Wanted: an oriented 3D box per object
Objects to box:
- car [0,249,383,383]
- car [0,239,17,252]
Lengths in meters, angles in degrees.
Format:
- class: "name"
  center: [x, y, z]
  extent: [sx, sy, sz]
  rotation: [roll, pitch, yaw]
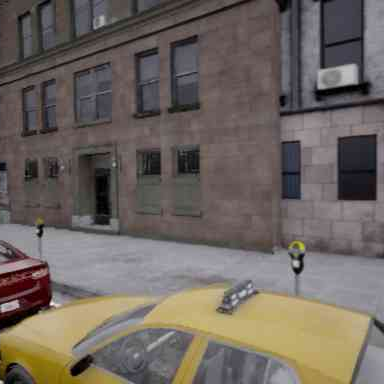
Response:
- class: "car"
  center: [0.144, 1.396, 2.704]
  extent: [4.829, 1.417, 1.752]
  rotation: [0, 3, 34]
- class: "car"
  center: [-4.285, 1.380, 5.702]
  extent: [4.507, 1.381, 1.887]
  rotation: [0, 3, 34]
